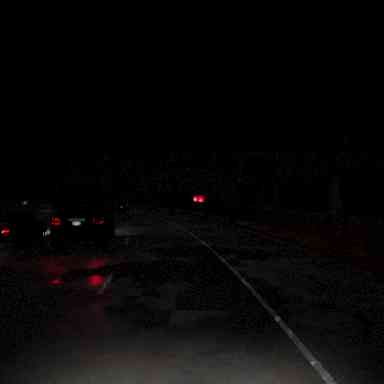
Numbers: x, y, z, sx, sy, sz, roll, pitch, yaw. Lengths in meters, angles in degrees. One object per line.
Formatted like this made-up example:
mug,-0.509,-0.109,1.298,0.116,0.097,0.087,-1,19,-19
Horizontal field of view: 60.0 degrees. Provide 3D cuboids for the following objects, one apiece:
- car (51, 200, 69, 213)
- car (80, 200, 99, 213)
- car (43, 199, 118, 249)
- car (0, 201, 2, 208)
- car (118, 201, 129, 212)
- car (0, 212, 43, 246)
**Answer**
car,-16.328,1.743,40.997,1.837,1.490,4.892,0,-2,-24
car,-13.025,1.774,42.164,1.812,1.442,4.674,0,-1,-23
car,-4.846,1.312,15.339,2.150,2.045,5.566,0,0,-9
car,-31.713,1.851,53.490,1.812,1.442,4.674,0,0,-35
car,-9.514,1.811,42.828,1.994,1.385,4.181,0,-1,-24
car,-8.382,1.642,15.569,2.033,1.411,5.357,0,0,-10
